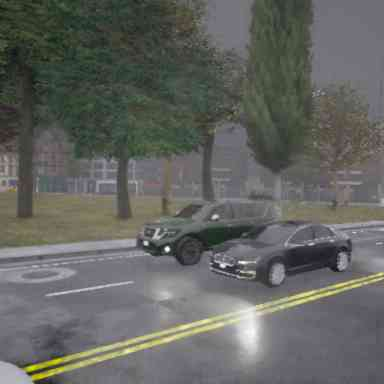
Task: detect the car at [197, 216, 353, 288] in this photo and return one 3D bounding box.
[{"bbox_3d":[2.738,1.603,9.632,4.892,1.490,1.837,1,-1,-36],"label":"car"}]

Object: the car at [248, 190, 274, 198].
[{"bbox_3d":[11.795,0.741,53.638,5.566,2.045,2.150,4,0,11],"label":"car"}]

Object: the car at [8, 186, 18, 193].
[{"bbox_3d":[-31.970,-0.390,62.320,5.008,1.535,1.882,2,-1,11],"label":"car"}]

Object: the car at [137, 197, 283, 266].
[{"bbox_3d":[0.784,1.318,12.229,5.566,2.045,2.150,1,-1,-36],"label":"car"}]

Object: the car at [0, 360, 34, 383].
[{"bbox_3d":[-3.090,1.503,1.234,4.674,1.442,1.812,1,-1,-35],"label":"car"}]
